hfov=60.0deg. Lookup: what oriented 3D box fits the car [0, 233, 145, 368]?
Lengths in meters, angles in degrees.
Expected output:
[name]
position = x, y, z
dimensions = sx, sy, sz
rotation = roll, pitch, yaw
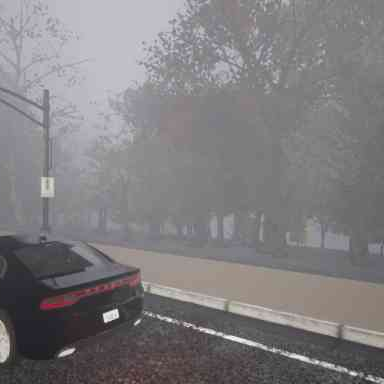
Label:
[car]
position = -3.051, 1.477, 5.855
dimensions = 5.008, 1.535, 1.882
rotation = 0, 0, 37
